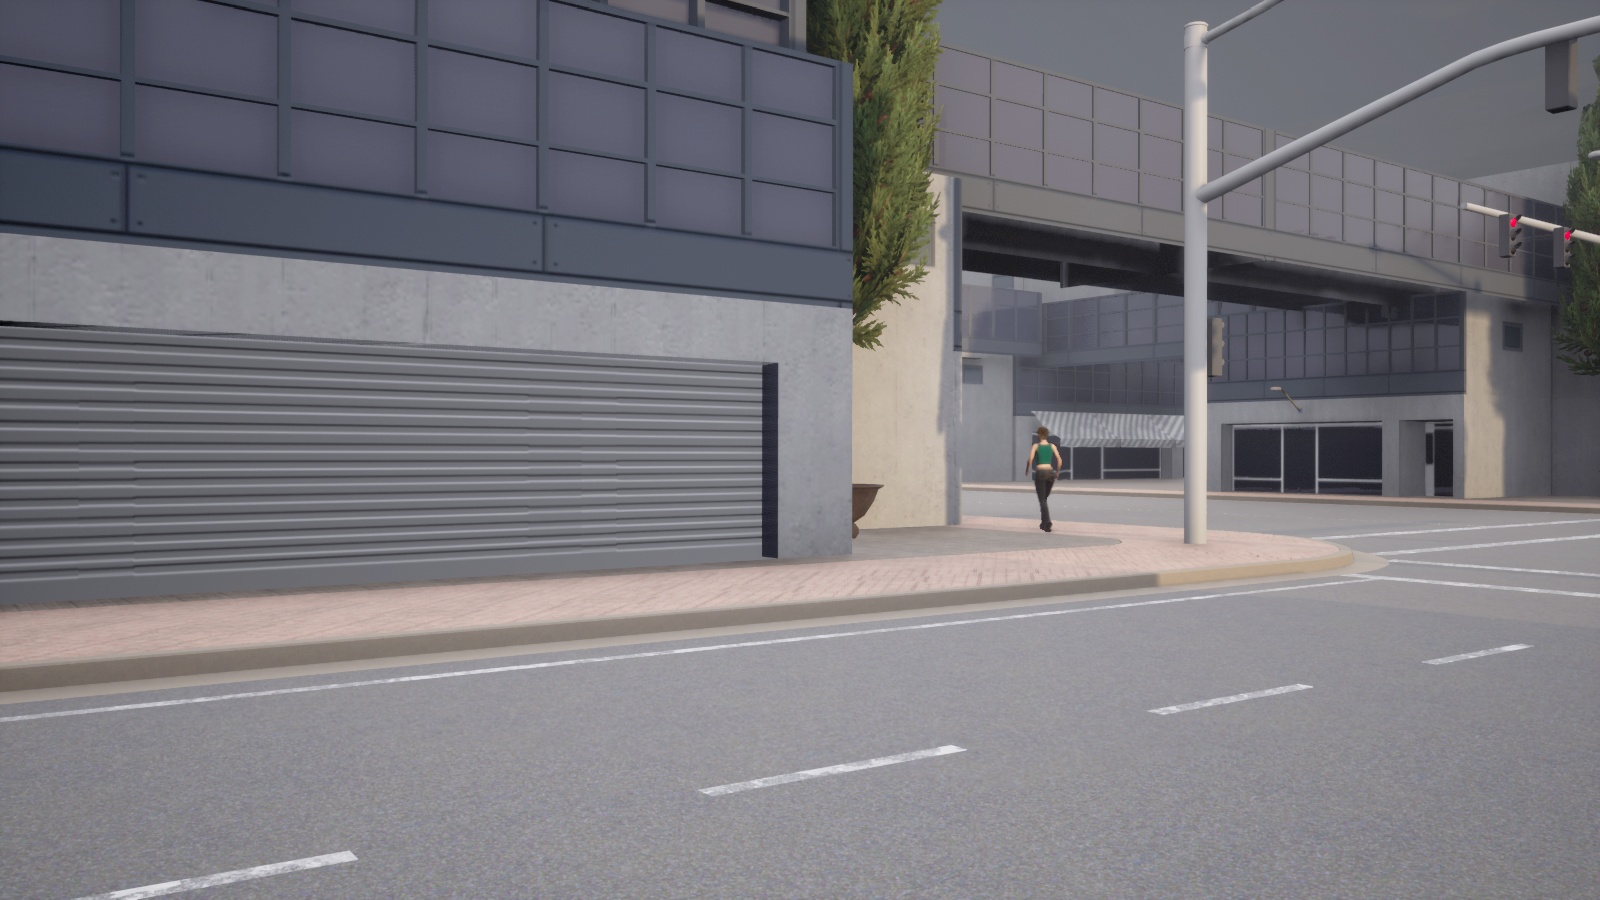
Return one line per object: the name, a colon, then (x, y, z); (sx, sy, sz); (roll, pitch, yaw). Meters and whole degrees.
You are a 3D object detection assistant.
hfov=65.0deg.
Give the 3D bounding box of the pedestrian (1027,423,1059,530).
pedestrian: (4.228, 0.448, 21.863); (0.345, 1.836, 0.594); (0, 0, -11)
